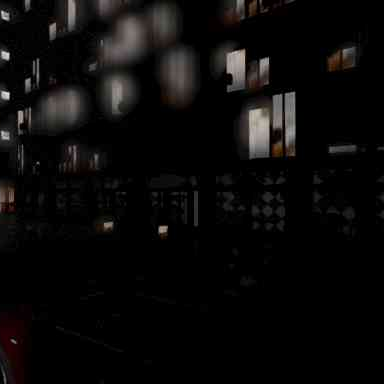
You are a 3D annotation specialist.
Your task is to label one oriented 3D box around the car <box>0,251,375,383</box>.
[{"bbox_3d":[-0.487,1.440,3.387,4.097,1.590,1.967,0,0,36],"label":"car"}]
